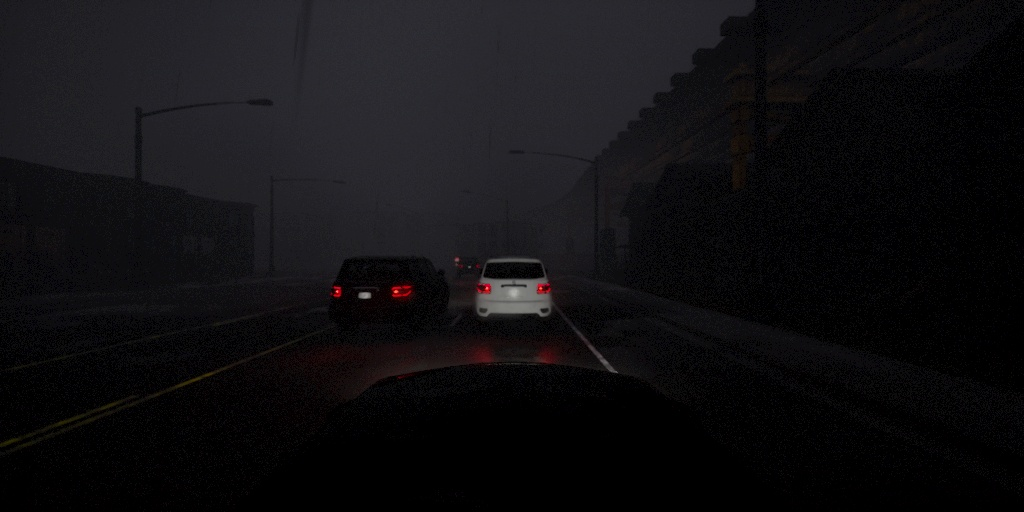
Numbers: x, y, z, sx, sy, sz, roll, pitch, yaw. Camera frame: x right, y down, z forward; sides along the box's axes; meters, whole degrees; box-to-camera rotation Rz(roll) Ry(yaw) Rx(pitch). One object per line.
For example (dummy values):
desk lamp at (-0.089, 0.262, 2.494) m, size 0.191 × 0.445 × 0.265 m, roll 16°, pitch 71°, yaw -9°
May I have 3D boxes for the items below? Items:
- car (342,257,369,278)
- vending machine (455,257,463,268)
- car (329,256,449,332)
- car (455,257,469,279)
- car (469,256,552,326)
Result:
car at (-16.482, 1.111, 37.516) m, size 2.150 × 2.045 × 5.566 m, roll 1°, pitch -1°, yaw -28°
vending machine at (-8.741, 1.170, 59.499) m, size 0.880 × 2.100 × 1.100 m, roll 0°, pitch 0°, yaw 41°
car at (-3.448, 1.012, 11.128) m, size 2.150 × 2.045 × 5.566 m, roll 0°, pitch 0°, yaw 0°
car at (-4.261, 1.099, 34.603) m, size 2.150 × 2.045 × 5.566 m, roll 0°, pitch 0°, yaw -10°
car at (0.062, 1.014, 11.958) m, size 2.150 × 2.045 × 5.566 m, roll 0°, pitch 0°, yaw 0°
